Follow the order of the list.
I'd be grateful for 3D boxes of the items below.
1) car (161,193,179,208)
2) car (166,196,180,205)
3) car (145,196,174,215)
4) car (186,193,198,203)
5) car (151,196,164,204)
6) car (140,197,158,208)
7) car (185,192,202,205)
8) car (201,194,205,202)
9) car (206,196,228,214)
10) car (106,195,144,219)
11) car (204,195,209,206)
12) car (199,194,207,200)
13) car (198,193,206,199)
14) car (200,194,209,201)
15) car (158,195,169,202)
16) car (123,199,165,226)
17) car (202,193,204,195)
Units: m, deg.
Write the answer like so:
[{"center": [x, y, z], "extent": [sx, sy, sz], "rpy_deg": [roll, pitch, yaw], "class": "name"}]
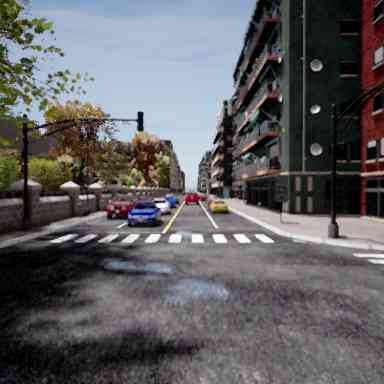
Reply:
[{"center": [-3.079, 1.285, 42.385], "extent": [1.882, 1.535, 5.008], "rpy_deg": [0, 0, 0], "class": "car"}, {"center": [-3.024, 1.327, 52.935], "extent": [1.994, 1.385, 4.181], "rpy_deg": [0, 0, 0], "class": "car"}, {"center": [-3.108, 1.376, 32.081], "extent": [1.812, 1.442, 4.674], "rpy_deg": [0, 0, 1], "class": "car"}, {"center": [0.001, 1.072, 63.663], "extent": [2.097, 1.767, 4.553], "rpy_deg": [0, 0, 0], "class": "car"}, {"center": [-5.692, 1.334, 55.633], "extent": [1.802, 1.307, 4.206], "rpy_deg": [0, 0, 0], "class": "car"}, {"center": [-5.692, 1.342, 44.563], "extent": [1.887, 1.381, 4.507], "rpy_deg": [0, 0, 0], "class": "car"}, {"center": [0.002, 0.983, 53.302], "extent": [2.150, 2.045, 5.566], "rpy_deg": [0, 0, 0], "class": "car"}, {"center": [2.688, 1.349, 44.563], "extent": [2.008, 1.369, 4.403], "rpy_deg": [0, 0, 0], "class": "car"}, {"center": [2.688, 1.369, 33.663], "extent": [1.752, 1.417, 4.829], "rpy_deg": [0, 0, 0], "class": "car"}, {"center": [-5.693, 1.183, 27.956], "extent": [2.192, 1.841, 5.009], "rpy_deg": [0, 0, 0], "class": "car"}, {"center": [2.688, 1.366, 39.028], "extent": [1.887, 1.381, 4.507], "rpy_deg": [0, 0, 0], "class": "car"}, {"center": [2.688, 1.210, 83.310], "extent": [1.947, 1.339, 4.313], "rpy_deg": [0, 0, 0], "class": "car"}, {"center": [2.688, 1.064, 88.843], "extent": [1.967, 1.590, 4.097], "rpy_deg": [0, 0, 0], "class": "car"}, {"center": [2.688, 1.231, 72.239], "extent": [1.887, 1.381, 4.507], "rpy_deg": [0, 0, 0], "class": "car"}, {"center": [-5.692, 1.289, 66.704], "extent": [1.802, 1.307, 4.206], "rpy_deg": [0, 0, 0], "class": "car"}, {"center": [-3.100, 1.419, 22.357], "extent": [1.812, 1.442, 4.674], "rpy_deg": [0, 0, 0], "class": "car"}, {"center": [2.688, 1.253, 66.704], "extent": [1.887, 1.381, 4.507], "rpy_deg": [0, 0, 0], "class": "car"}]
